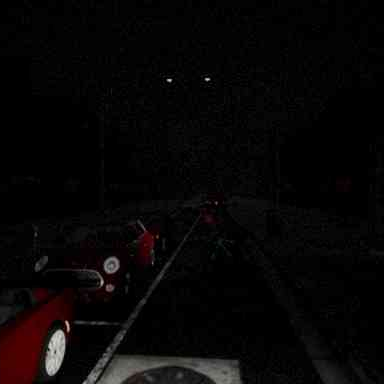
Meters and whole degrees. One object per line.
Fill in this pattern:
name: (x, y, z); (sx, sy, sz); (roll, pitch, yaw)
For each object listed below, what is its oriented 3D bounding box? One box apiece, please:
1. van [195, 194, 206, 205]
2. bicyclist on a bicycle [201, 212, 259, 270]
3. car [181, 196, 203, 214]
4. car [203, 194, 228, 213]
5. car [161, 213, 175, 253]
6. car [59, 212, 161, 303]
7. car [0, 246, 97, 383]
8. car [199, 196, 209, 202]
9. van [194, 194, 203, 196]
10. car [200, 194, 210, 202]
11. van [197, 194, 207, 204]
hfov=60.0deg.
van: (1.485, 1.319, 57.244); (1.690, 1.788, 3.998); (0, 0, 4)
bicyclist on a bicycle: (1.085, 1.412, 9.523); (1.656, 1.620, 0.582); (0, 0, 4)
car: (-0.146, 1.491, 35.279); (1.752, 1.417, 4.829); (0, 0, 4)
car: (2.644, 1.190, 35.863); (2.150, 2.045, 5.566); (0, 0, 4)
car: (-1.752, 1.530, 13.652); (1.887, 1.381, 4.507); (0, 0, 4)
car: (-2.157, 1.431, 8.203); (1.967, 1.590, 4.097); (0, 0, 4)
car: (-2.559, 1.541, 2.754); (1.887, 1.381, 4.507); (0, 0, 4)
car: (2.699, 1.542, 73.592); (2.008, 1.369, 4.403); (0, 0, 4)
van: (1.080, 1.315, 51.795); (1.690, 1.788, 3.998); (0, 0, 4)
car: (3.104, 1.314, 79.040); (2.192, 1.841, 5.009); (0, 0, 4)
van: (1.890, 1.323, 62.693); (1.690, 1.788, 3.998); (0, 0, 4)
